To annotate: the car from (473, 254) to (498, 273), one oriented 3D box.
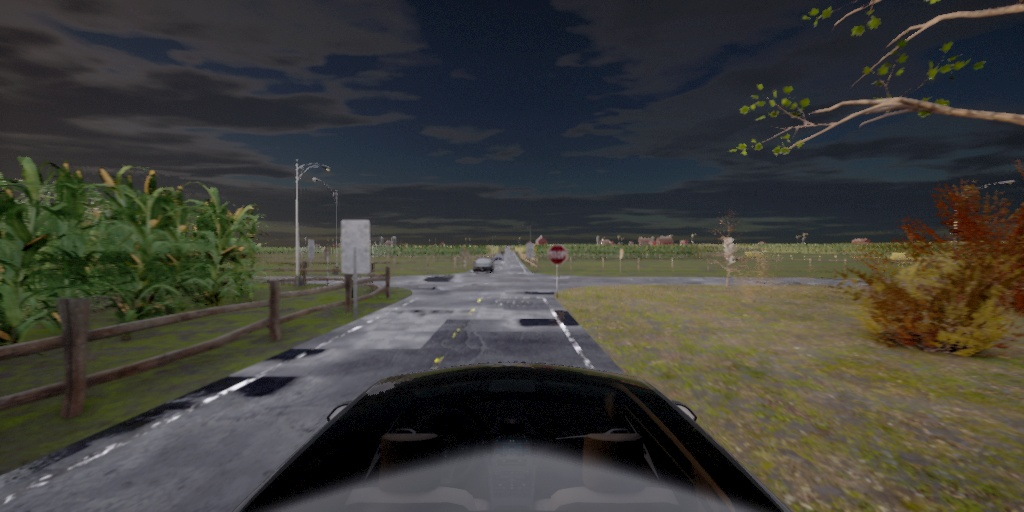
[{"bbox_3d":[-2.735,0.890,35.331,1.882,1.535,5.008,0,2,0],"label":"car"}]
